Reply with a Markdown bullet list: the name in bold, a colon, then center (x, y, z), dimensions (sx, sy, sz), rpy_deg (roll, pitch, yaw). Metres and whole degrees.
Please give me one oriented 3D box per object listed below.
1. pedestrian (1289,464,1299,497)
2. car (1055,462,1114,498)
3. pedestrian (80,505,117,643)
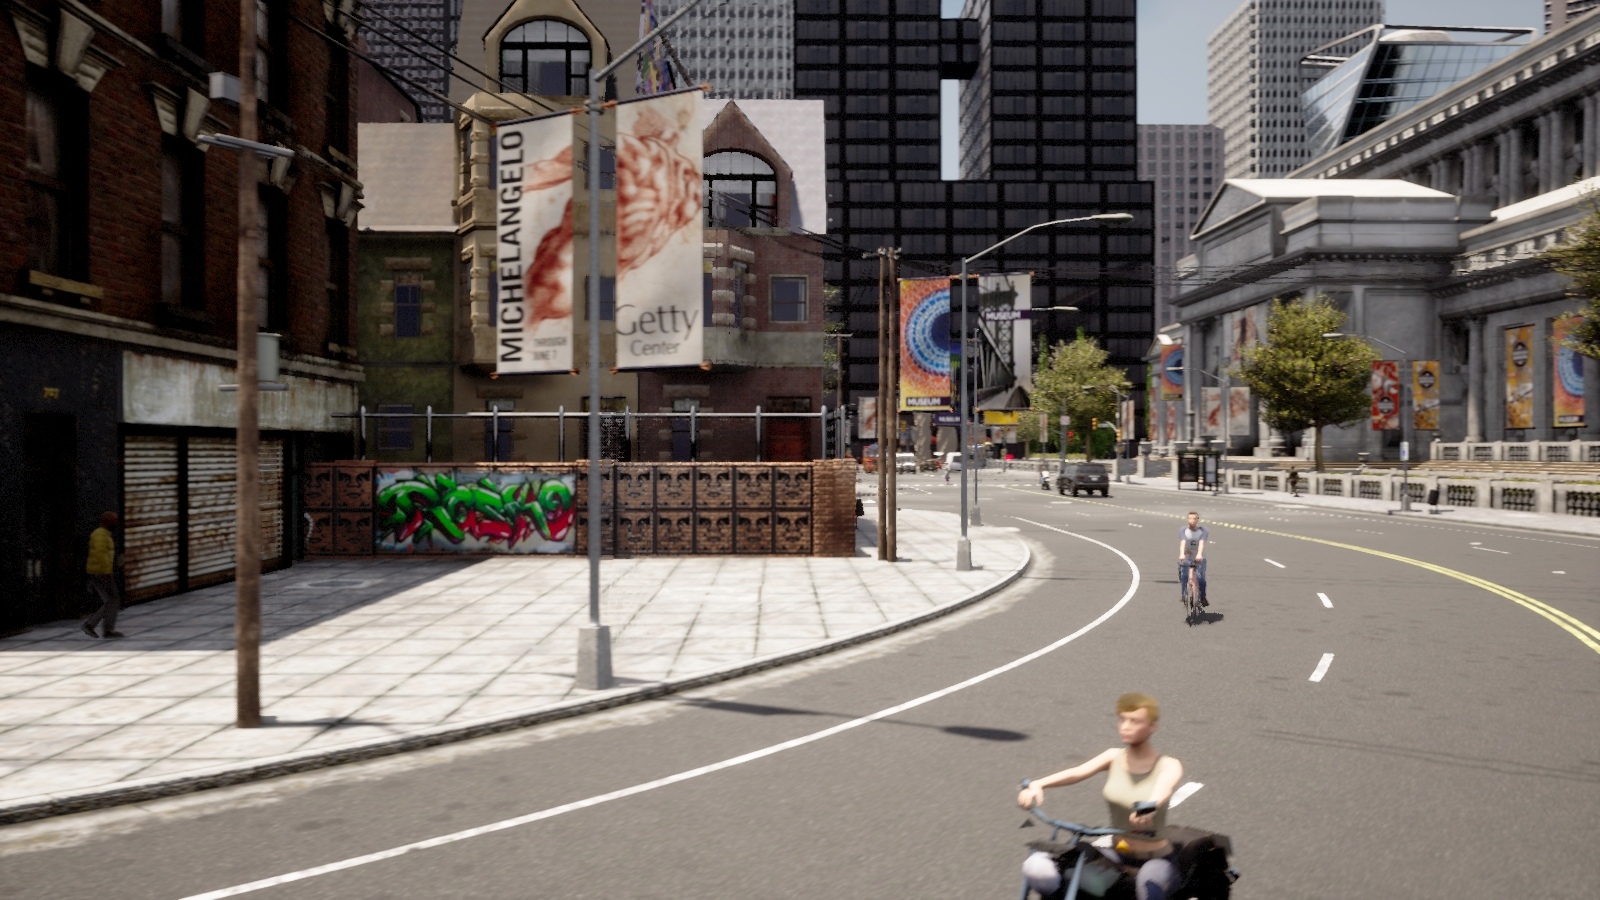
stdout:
- **pedestrian**: center (27.989, 1.726, 64.711), dimensions (0.375, 1.860, 0.375), rpy_deg (0, 0, -3)
- **car**: center (17.516, 1.820, 70.636), dimensions (2.150, 2.045, 5.566), rpy_deg (0, 0, -1)
- **pedestrian**: center (-9.740, 1.711, 15.865), dimensions (0.375, 1.860, 0.375), rpy_deg (0, 0, -41)
